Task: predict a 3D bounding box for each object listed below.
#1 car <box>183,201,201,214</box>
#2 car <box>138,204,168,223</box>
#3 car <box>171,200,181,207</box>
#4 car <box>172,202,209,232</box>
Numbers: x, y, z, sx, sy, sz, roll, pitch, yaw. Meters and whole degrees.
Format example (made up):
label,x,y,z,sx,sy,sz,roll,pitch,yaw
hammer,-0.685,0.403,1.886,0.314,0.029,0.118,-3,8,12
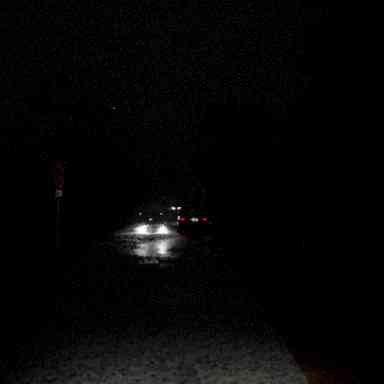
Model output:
label,x,y,z,sx,sy,sz,roll,pitch,yaw
car,-0.001,1.776,38.895,1.895,1.301,4.718,0,-1,0
car,-2.893,1.630,25.476,1.895,1.301,4.718,0,0,0
car,-3.066,2.235,65.755,2.128,1.511,4.902,0,-2,0
car,0.074,1.544,20.197,2.033,1.411,5.357,0,0,0
